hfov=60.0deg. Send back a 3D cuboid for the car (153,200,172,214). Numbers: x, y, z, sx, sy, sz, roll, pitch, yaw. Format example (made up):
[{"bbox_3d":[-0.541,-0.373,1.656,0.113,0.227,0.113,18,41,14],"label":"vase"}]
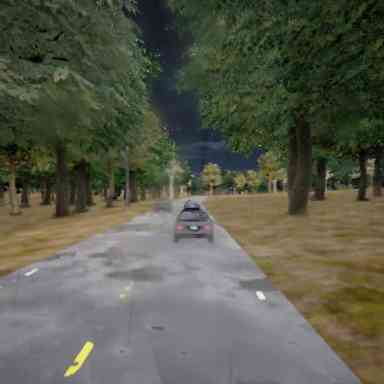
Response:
[{"bbox_3d":[-3.127,1.583,36.829,2.033,1.411,5.357,0,0,0],"label":"car"}]

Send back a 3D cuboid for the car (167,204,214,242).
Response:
[{"bbox_3d":[0.075,1.559,16.445,2.033,1.411,5.357,0,0,0],"label":"car"}]

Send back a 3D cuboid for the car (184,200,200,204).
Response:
[{"bbox_3d":[0.031,1.599,40.016,1.994,1.385,4.181,0,0,0],"label":"car"}]
